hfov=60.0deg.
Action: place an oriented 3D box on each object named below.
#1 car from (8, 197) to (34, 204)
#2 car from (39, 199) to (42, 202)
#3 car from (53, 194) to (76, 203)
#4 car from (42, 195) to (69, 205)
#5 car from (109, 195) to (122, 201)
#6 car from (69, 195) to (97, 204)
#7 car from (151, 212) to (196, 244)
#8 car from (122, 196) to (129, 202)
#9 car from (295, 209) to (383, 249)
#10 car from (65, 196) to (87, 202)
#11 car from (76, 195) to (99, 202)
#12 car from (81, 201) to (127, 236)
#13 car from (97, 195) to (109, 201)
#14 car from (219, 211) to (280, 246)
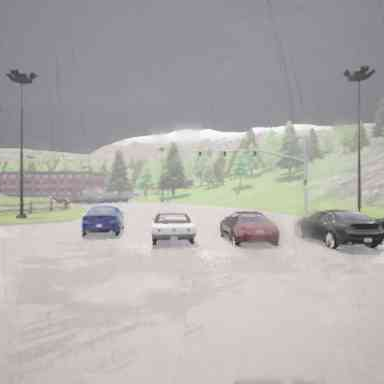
[{"bbox_3d":[-34.848,1.675,67.681,5.357,1.411,2.033,0,0,18],"label":"car"},{"bbox_3d":[-29.807,1.598,69.428,4.674,1.442,1.812,0,0,21],"label":"car"},{"bbox_3d":[-27.843,1.418,72.374,4.553,1.767,2.097,0,0,25],"label":"car"},{"bbox_3d":[-25.609,1.616,63.025,4.892,1.490,1.837,0,0,32],"label":"car"},{"bbox_3d":[-17.695,1.461,70.248,4.553,1.767,2.097,0,0,35],"label":"car"},{"bbox_3d":[-21.015,1.609,63.974,4.892,1.490,1.837,0,0,39],"label":"car"},{"bbox_3d":[-1.000,1.619,15.967,1.895,1.301,4.718,0,0,-7],"label":"car"},{"bbox_3d":[-16.035,1.605,73.372,4.892,1.490,1.837,0,0,35],"label":"car"},{"bbox_3d":[6.176,1.508,14.532,1.837,1.490,4.892,0,0,-6],"label":"car"},{"bbox_3d":[-26.311,1.555,75.519,4.892,1.490,1.837,0,0,25],"label":"car"},{"bbox_3d":[-24.751,1.573,78.653,4.902,1.511,2.128,0,0,25],"label":"car"},{"bbox_3d":[-4.908,1.506,18.761,1.882,1.535,5.008,0,0,-8],"label":"car"},{"bbox_3d":[-19.526,1.658,67.241,4.181,1.385,1.994,0,0,35],"label":"car"},{"bbox_3d":[2.536,1.575,15.508,1.994,1.385,4.181,0,0,-6],"label":"car"}]
